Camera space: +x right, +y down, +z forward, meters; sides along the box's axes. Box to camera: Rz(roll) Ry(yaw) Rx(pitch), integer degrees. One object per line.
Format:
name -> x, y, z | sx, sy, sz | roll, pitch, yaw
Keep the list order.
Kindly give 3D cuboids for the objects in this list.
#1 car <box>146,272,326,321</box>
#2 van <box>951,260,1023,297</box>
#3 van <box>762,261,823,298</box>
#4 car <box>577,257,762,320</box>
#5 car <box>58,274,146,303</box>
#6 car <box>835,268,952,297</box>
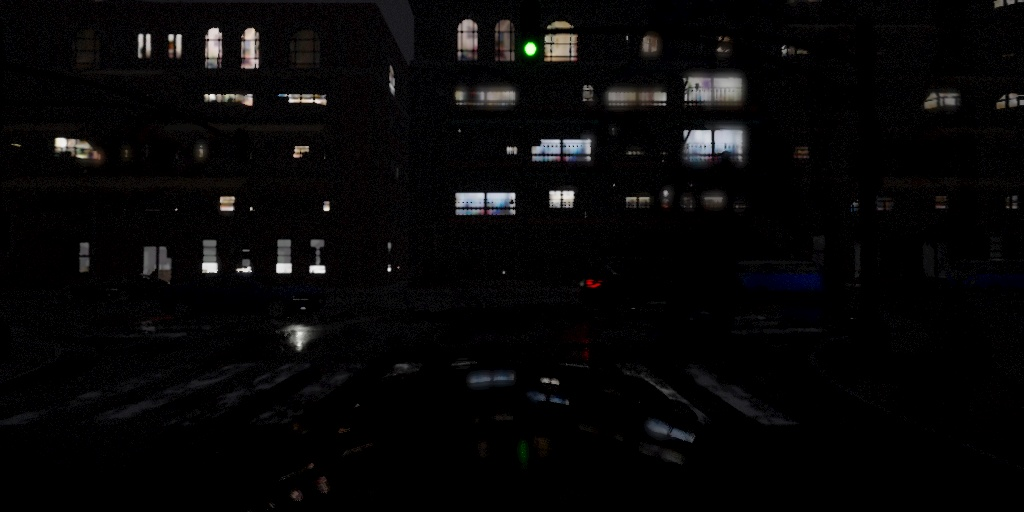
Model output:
car -> -9.177, 1.335, 12.467 | 5.008, 1.535, 1.882 | 0, -1, 0
van -> 24.353, 1.071, 17.981 | 3.998, 1.789, 1.690 | 0, 0, 0
van -> 13.072, 1.139, 17.909 | 3.998, 1.789, 1.690 | 0, 0, 0
car -> 5.112, 1.038, 12.551 | 5.566, 2.045, 2.150 | -1, -1, 0
car -> -19.712, 1.555, 17.831 | 4.403, 1.370, 2.007 | 0, 0, 0
car -> 18.713, 1.346, 17.945 | 4.207, 1.307, 1.802 | 0, 0, 0
